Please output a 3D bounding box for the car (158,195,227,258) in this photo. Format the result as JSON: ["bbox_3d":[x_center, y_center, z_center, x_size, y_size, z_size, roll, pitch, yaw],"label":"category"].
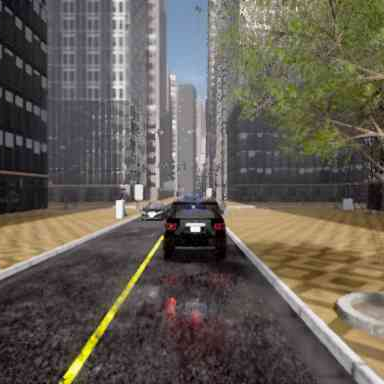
[{"bbox_3d":[0.101,1.263,13.094,2.150,2.045,5.566,0,0,0],"label":"car"}]

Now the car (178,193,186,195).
[{"bbox_3d":[0.100,1.317,29.308,2.150,2.045,5.566,0,0,0],"label":"car"}]

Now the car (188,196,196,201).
[{"bbox_3d":[0.002,1.688,86.506,1.812,1.442,4.674,0,0,0],"label":"car"}]

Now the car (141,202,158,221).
[{"bbox_3d":[-3.081,1.583,27.953,2.128,1.511,4.902,0,0,0],"label":"car"}]
